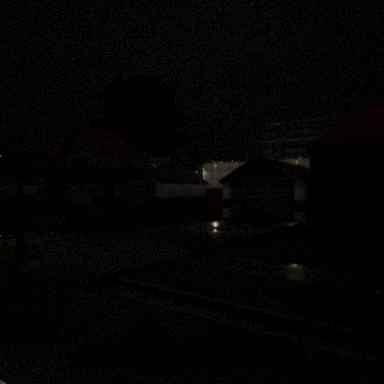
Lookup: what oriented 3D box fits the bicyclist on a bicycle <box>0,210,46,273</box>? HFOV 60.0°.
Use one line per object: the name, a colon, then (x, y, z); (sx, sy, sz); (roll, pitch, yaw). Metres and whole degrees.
bicyclist on a bicycle: (-4.916, 1.261, 9.247); (0.582, 1.620, 1.656); (1, 16, 35)
